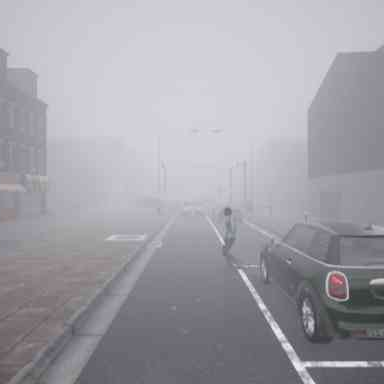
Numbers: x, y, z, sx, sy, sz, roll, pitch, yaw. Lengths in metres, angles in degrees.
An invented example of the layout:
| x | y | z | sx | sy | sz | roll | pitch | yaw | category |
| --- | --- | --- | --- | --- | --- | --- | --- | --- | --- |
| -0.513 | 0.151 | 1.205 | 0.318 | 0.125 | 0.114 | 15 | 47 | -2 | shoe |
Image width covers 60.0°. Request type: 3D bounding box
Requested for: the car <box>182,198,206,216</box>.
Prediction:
| x | y | z | sx | sy | sz | roll | pitch | yaw | category |
| --- | --- | --- | --- | --- | --- | --- | --- | --- | --- |
| 0.058 | 1.523 | 31.285 | 1.895 | 1.301 | 4.718 | 0 | 0 | 0 | car |

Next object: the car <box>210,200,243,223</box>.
| x | y | z | sx | sy | sz | roll | pitch | yaw | category |
| --- | --- | --- | --- | --- | --- | --- | --- | --- | --- |
| 2.625 | 1.500 | 24.317 | 1.947 | 1.339 | 4.313 | 0 | 0 | 0 | car |

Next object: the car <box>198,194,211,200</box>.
| x | y | z | sx | sy | sz | roll | pitch | yaw | category |
| --- | --- | --- | --- | --- | --- | --- | --- | --- | --- |
| 2.601 | 1.444 | 59.024 | 1.887 | 1.381 | 4.507 | 0 | 0 | 0 | car |

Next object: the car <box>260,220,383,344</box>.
| x | y | z | sx | sy | sz | roll | pitch | yaw | category |
| --- | --- | --- | --- | --- | --- | --- | --- | --- | --- |
| 2.746 | 1.331 | 6.558 | 2.097 | 1.767 | 4.553 | 0 | 0 | 0 | car |

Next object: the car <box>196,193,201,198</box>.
| x | y | z | sx | sy | sz | roll | pitch | yaw | category |
| --- | --- | --- | --- | --- | --- | --- | --- | --- | --- |
| 2.588 | 1.473 | 76.062 | 1.947 | 1.339 | 4.313 | 0 | 0 | 0 | car |

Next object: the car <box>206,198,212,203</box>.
| x | y | z | sx | sy | sz | roll | pitch | yaw | category |
| --- | --- | --- | --- | --- | --- | --- | --- | --- | --- |
| 2.621 | 1.475 | 29.993 | 2.008 | 1.369 | 4.403 | 0 | 0 | 0 | car |

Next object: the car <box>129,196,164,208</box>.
| x | y | z | sx | sy | sz | roll | pitch | yaw | category |
| --- | --- | --- | --- | --- | --- | --- | --- | --- | --- |
| -6.390 | 1.391 | 46.570 | 4.892 | 1.490 | 1.837 | 1 | -2 | 16 | car |

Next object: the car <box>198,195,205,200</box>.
| x | y | z | sx | sy | sz | roll | pitch | yaw | category |
| --- | --- | --- | --- | --- | --- | --- | --- | --- | --- |
| 2.576 | 1.504 | 93.100 | 1.947 | 1.339 | 4.313 | 0 | 0 | 0 | car |

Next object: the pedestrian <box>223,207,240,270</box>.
| x | y | z | sx | sy | sz | roll | pitch | yaw | category |
| --- | --- | --- | --- | --- | --- | --- | --- | --- | --- |
| 1.072 | 1.265 | 9.366 | 0.375 | 1.860 | 0.375 | 0 | 0 | 0 | pedestrian |

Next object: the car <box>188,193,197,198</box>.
| x | y | z | sx | sy | sz | roll | pitch | yaw | category |
| --- | --- | --- | --- | --- | --- | --- | --- | --- | --- |
| -0.058 | 1.458 | 88.323 | 2.033 | 1.411 | 5.357 | 0 | 0 | 0 | car |
